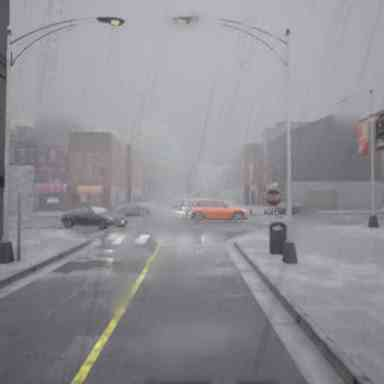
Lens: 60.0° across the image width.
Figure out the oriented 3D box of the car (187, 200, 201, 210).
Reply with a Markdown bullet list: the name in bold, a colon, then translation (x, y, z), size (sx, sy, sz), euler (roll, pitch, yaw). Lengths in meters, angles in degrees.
- **car**: translation (0.340, 1.867, 48.934), size (2.033, 1.411, 5.357), euler (0, 0, 1)

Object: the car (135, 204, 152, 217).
- **car**: translation (-6.583, 1.867, 33.180), size (5.357, 1.411, 2.033), euler (-1, -2, -40)

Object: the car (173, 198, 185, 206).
- **car**: translation (-2.467, 1.897, 63.227), size (2.128, 1.511, 4.902), euler (0, 0, 0)

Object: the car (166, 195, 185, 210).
- **car**: translation (-2.523, 1.665, 47.730), size (2.097, 1.767, 4.553), euler (0, 0, 0)

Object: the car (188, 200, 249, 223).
- **car**: translation (2.084, 1.452, 26.012), size (4.553, 1.767, 2.097), euler (-1, -2, 0)

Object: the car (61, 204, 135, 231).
- **car**: translation (-6.110, 1.554, 20.715), size (4.674, 1.442, 1.812), euler (-1, -2, 29)

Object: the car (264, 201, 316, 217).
- **car**: translation (9.612, 1.681, 32.769), size (5.008, 1.535, 1.882), euler (-1, -2, -1)
